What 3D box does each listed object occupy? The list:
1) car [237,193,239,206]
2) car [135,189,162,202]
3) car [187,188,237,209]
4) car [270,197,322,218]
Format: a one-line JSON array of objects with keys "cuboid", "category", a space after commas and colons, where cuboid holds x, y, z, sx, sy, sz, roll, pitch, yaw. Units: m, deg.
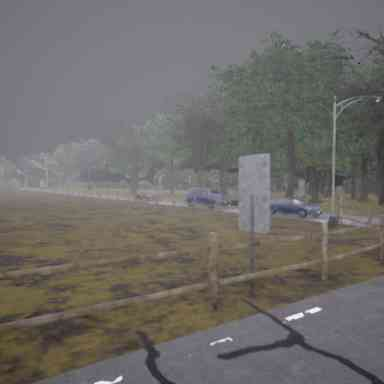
[{"cuboid": [4.967, 0.911, 34.839, 1.837, 1.490, 4.892, 0, 1, -35], "category": "car"}, {"cuboid": [-5.936, 0.410, 45.105, 2.097, 1.767, 4.553, 0, 1, -36], "category": "car"}, {"cuboid": [1.662, 0.591, 34.388, 2.150, 2.045, 5.566, 0, 1, -35], "category": "car"}, {"cuboid": [7.757, 1.141, 25.832, 1.812, 1.442, 4.674, 0, 1, -35], "category": "car"}]
